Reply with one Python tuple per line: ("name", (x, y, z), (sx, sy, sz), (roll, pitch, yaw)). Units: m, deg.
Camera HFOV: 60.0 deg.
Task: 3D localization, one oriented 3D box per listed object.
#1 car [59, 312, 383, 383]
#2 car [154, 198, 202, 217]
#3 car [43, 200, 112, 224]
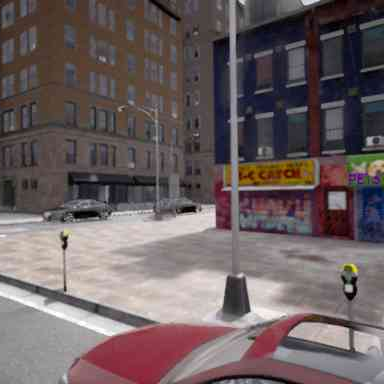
("car", (0.773, 1.580, 2.274), (4.206, 1.307, 1.802), (0, -1, 35))
("car", (-1.080, 1.203, 27.462), (2.128, 1.511, 4.902), (-1, 0, 36))
("car", (-7.818, 1.310, 23.121), (2.128, 1.511, 4.902), (-1, 0, 36))
